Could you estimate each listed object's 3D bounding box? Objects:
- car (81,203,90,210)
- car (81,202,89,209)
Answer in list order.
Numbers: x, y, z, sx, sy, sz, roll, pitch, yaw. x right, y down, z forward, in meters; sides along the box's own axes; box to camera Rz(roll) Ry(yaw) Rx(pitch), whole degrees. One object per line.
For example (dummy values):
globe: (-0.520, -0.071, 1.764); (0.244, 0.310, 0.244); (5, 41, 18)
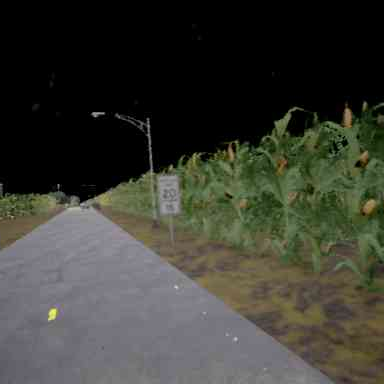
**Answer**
car: (-24.737, 3.319, 77.127); (2.128, 1.511, 4.902); (-4, 0, -18)
car: (-28.017, 3.518, 87.023); (1.994, 1.385, 4.181); (-4, 0, -18)
